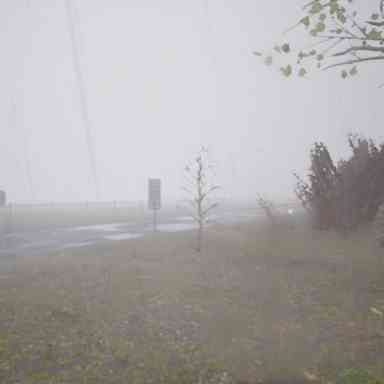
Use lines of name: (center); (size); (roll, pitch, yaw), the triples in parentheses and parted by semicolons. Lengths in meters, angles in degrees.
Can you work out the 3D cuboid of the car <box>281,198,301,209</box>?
car: (14.675, 1.609, 49.446); (1.882, 1.535, 5.008); (0, 0, 35)
